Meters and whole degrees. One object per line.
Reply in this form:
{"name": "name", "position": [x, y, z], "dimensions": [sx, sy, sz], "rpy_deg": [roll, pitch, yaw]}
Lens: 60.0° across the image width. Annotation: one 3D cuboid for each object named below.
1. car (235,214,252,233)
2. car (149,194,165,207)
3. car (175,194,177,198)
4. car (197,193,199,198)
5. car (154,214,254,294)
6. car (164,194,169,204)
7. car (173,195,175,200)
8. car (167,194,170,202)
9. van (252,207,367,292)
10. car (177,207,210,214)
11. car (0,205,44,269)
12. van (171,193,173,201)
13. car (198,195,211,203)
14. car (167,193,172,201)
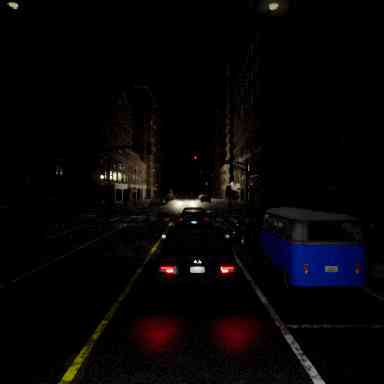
{"name": "car", "position": [2.853, 1.562, 14.314], "dimensions": [1.947, 1.339, 4.313], "rpy_deg": [0, 0, 0]}
{"name": "car", "position": [-5.680, 1.494, 52.131], "dimensions": [1.752, 1.417, 4.829], "rpy_deg": [0, 0, 0]}
{"name": "car", "position": [-5.687, 1.282, 85.005], "dimensions": [2.192, 1.841, 5.009], "rpy_deg": [0, 0, 0]}
{"name": "car", "position": [2.840, 1.516, 79.588], "dimensions": [2.008, 1.369, 4.403], "rpy_deg": [0, 0, 0]}
{"name": "car", "position": [0.099, 1.546, 8.923], "dimensions": [2.033, 1.411, 5.357], "rpy_deg": [0, 0, 0]}
{"name": "car", "position": [-5.681, 1.517, 57.751], "dimensions": [2.008, 1.369, 4.403], "rpy_deg": [0, 0, 0]}
{"name": "car", "position": [-5.685, 1.516, 79.554], "dimensions": [2.008, 1.369, 4.403], "rpy_deg": [0, 0, 0]}
{"name": "car", "position": [-5.682, 1.509, 63.202], "dimensions": [1.887, 1.381, 4.507], "rpy_deg": [0, 0, 0]}
{"name": "van", "position": [2.853, 1.339, 8.653], "dimensions": [1.690, 1.788, 3.998], "rpy_deg": [0, 0, 0]}
{"name": "car", "position": [0.097, 1.557, 19.243], "dimensions": [1.994, 1.385, 4.181], "rpy_deg": [0, 0, 0]}
{"name": "car", "position": [-5.671, 1.313, 8.612], "dimensions": [2.192, 1.841, 5.009], "rpy_deg": [0, 0, 0]}
{"name": "van", "position": [-5.685, 1.306, 74.104], "dimensions": [1.690, 1.788, 3.998], "rpy_deg": [0, 0, 0]}
{"name": "car", "position": [2.841, 1.404, 68.690], "dimensions": [1.967, 1.590, 4.097], "rpy_deg": [0, 0, 0]}
{"name": "car", "position": [-5.683, 1.509, 68.653], "dimensions": [1.887, 1.381, 4.507], "rpy_deg": [0, 0, 0]}
